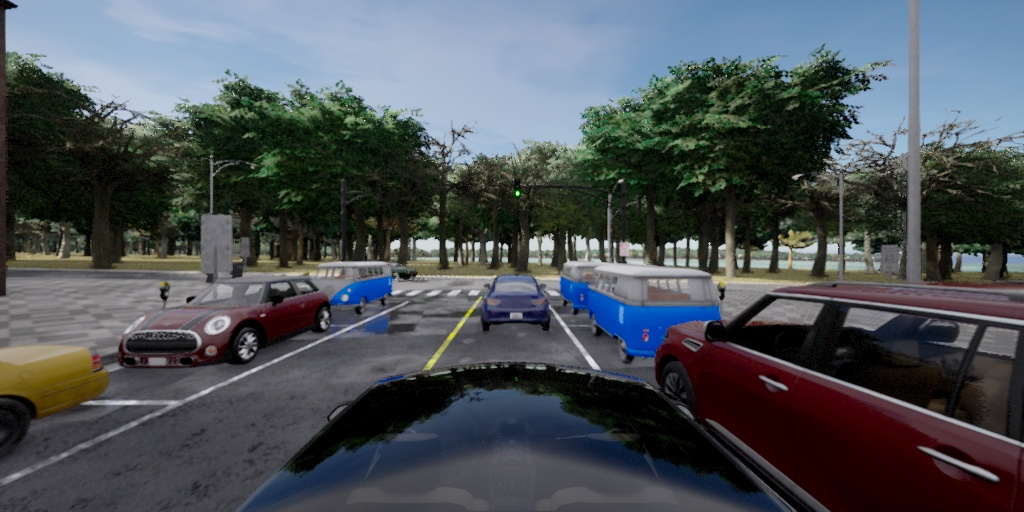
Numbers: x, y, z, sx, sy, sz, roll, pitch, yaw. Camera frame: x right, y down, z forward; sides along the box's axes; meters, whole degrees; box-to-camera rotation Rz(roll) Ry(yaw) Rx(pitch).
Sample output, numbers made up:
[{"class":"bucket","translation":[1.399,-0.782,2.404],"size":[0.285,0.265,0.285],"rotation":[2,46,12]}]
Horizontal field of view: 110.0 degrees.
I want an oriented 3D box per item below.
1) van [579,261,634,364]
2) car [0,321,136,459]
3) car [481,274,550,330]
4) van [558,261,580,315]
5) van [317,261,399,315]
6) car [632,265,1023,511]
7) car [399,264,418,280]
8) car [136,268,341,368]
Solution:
[{"class":"van","translation":[2.761,1.092,7.825],"size":[1.690,1.789,3.998],"rotation":[0,0,0]},{"class":"car","translation":[-5.763,1.275,2.214],"size":[1.751,1.417,4.829],"rotation":[0,0,0]},{"class":"car","translation":[0.097,1.277,11.013],"size":[1.812,1.442,4.674],"rotation":[0,0,0]},{"class":"van","translation":[2.759,1.093,13.262],"size":[1.690,1.789,3.998],"rotation":[0,0,0]},{"class":"van","translation":[-5.767,1.093,13.259],"size":[1.690,1.789,3.998],"rotation":[0,0,0]},{"class":"car","translation":[2.763,1.065,2.387],"size":[2.192,1.841,5.009],"rotation":[0,0,0]},{"class":"car","translation":[-9.710,1.190,27.129],"size":[4.718,1.301,1.895],"rotation":[1,0,9]},{"class":"car","translation":[-5.765,1.191,7.822],"size":[1.967,1.591,4.097],"rotation":[0,0,0]}]
